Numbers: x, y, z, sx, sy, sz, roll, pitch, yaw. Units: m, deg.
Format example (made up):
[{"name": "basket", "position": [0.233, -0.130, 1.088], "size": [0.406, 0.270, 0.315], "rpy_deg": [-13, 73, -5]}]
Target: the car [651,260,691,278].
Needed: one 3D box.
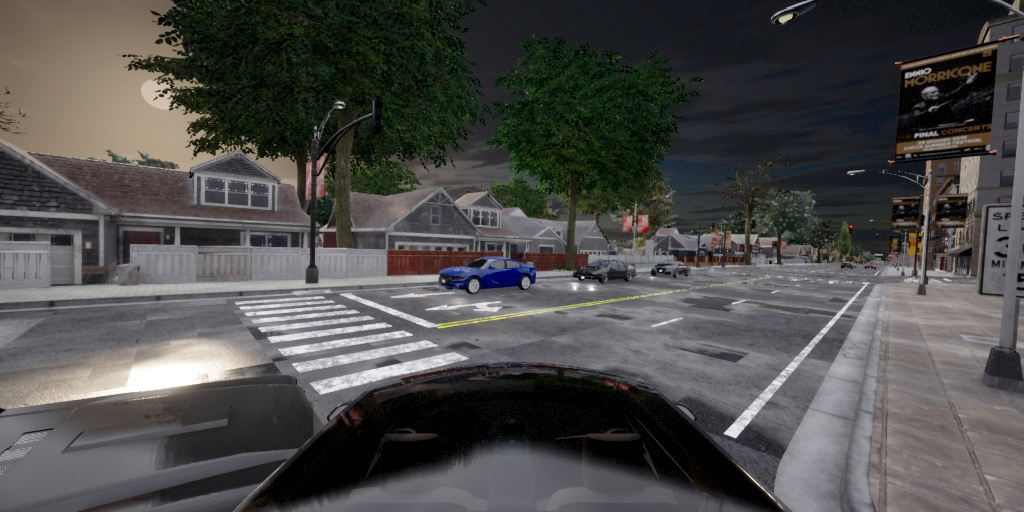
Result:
[{"name": "car", "position": [13.446, 1.022, 30.293], "size": [4.181, 1.385, 1.994], "rpy_deg": [1, 2, -44]}]

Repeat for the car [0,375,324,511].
[{"name": "car", "position": [-3.316, 1.277, 1.382], "size": [4.718, 1.301, 1.895], "rpy_deg": [1, 2, -34]}]

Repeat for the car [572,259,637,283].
[{"name": "car", "position": [6.200, 0.929, 23.421], "size": [5.357, 1.411, 2.033], "rpy_deg": [1, 2, -44]}]

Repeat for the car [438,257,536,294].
[{"name": "car", "position": [-1.013, 0.787, 16.551], "size": [5.008, 1.535, 1.882], "rpy_deg": [1, 2, -44]}]
